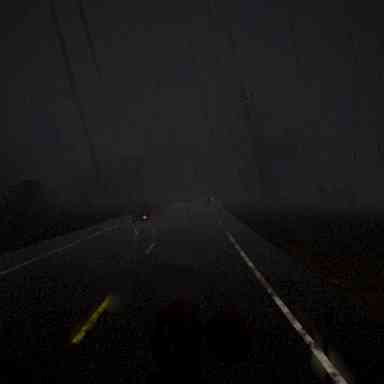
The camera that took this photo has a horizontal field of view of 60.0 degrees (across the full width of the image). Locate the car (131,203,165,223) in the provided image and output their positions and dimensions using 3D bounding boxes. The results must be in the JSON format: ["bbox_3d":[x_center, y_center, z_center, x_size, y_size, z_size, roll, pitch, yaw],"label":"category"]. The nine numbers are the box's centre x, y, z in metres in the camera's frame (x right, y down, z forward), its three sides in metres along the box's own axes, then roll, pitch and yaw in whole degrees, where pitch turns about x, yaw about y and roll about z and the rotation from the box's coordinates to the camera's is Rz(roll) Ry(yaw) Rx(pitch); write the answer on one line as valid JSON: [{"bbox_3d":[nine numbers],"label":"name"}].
[{"bbox_3d":[-3.201,1.544,24.872,1.994,1.385,4.181,0,0,2],"label":"car"}]

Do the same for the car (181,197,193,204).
[{"bbox_3d":[-0.888,1.637,65.053,1.994,1.385,4.181,0,0,5],"label":"car"}]

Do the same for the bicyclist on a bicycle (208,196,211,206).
[{"bbox_3d":[2.963,1.504,56.543,0.582,1.620,1.656,0,0,4],"label":"bicyclist on a bicycle"}]

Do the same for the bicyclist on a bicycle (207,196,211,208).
[{"bbox_3d":[2.370,1.473,47.425,0.582,1.620,1.656,0,0,3],"label":"bicyclist on a bicycle"}]

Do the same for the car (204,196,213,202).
[{"bbox_3d":[3.973,1.685,79.939,1.895,1.301,4.718,0,0,6],"label":"car"}]

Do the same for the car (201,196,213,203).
[{"bbox_3d":[3.036,1.701,69.800,1.895,1.301,4.718,0,0,5],"label":"car"}]
